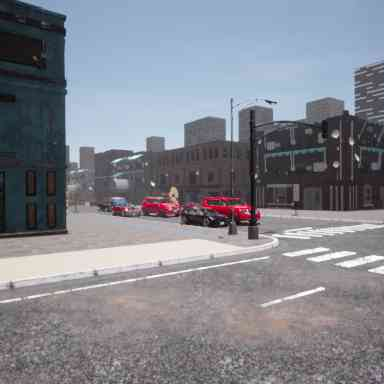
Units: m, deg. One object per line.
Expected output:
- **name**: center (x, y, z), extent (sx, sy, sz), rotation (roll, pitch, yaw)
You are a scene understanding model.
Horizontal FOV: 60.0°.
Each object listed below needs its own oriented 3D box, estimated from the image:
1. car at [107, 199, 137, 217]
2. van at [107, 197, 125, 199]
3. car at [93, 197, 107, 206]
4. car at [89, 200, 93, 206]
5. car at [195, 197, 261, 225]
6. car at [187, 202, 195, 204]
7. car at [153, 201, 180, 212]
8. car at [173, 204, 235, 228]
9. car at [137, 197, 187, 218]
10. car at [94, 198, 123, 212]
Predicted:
- **car**: center (-7.159, 1.846, 36.057), extent (1.967, 1.590, 4.097), rotation (-1, 0, -36)
- **van**: center (-13.214, 1.906, 58.946), extent (1.690, 1.788, 3.998), rotation (-1, 0, -36)
- **car**: center (-16.432, 1.939, 63.449), extent (2.192, 1.841, 5.009), rotation (-1, 0, -36)
- **car**: center (-19.644, 2.227, 67.954), extent (1.887, 1.381, 4.507), rotation (-1, 0, -36)
- **car**: center (2.901, 1.445, 26.472), extent (2.150, 2.045, 5.566), rotation (-1, 0, -34)
- **car**: center (-0.338, 1.903, 40.931), extent (1.802, 1.307, 4.206), rotation (-2, 0, -36)
- **car**: center (-3.555, 1.966, 45.434), extent (1.802, 1.307, 4.206), rotation (-2, 0, -36)
- **car**: center (0.811, 1.814, 24.695), extent (1.947, 1.339, 4.313), rotation (-2, 0, -36)
- **car**: center (-3.248, 1.560, 35.054), extent (2.150, 2.045, 5.566), rotation (-1, 1, -35)
- **car**: center (-11.776, 2.015, 47.045), extent (1.837, 1.490, 4.892), rotation (-1, 0, -35)
